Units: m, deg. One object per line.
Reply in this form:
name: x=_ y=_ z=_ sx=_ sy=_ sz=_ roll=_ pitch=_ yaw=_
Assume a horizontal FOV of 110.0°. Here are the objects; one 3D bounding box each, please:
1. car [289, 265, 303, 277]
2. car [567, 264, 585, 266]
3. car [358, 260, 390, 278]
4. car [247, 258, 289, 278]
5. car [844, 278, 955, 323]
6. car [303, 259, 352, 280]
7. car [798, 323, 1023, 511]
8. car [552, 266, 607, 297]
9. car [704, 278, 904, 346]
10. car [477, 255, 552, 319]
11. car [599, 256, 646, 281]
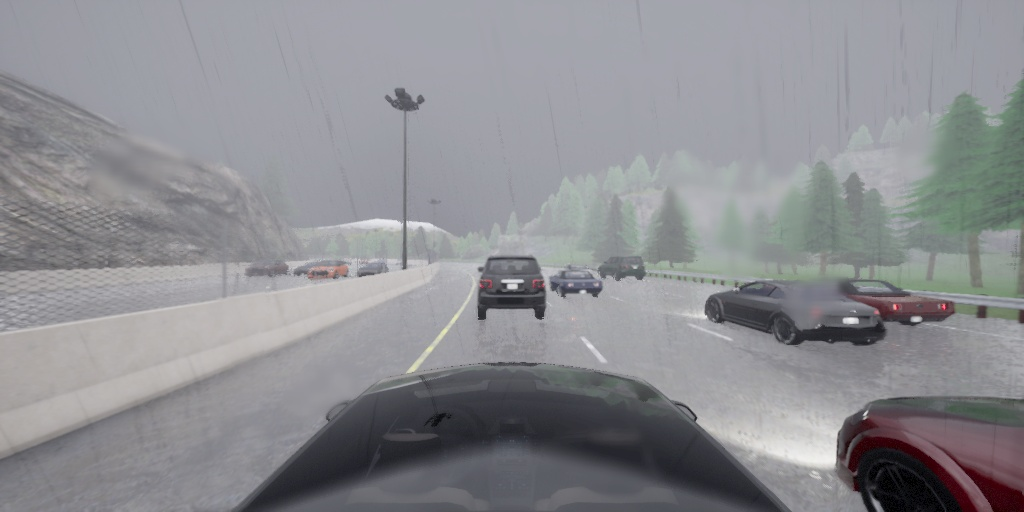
car: x=-20.154 y=1.323 z=36.427 sx=2.033 sy=1.411 sz=5.357 roll=0 pitch=0 yaw=-9
car: x=5.454 y=1.374 z=31.625 sx=1.895 sy=1.301 sz=4.718 roll=0 pitch=0 yaw=-7
car: x=-12.525 y=1.321 z=32.801 sx=2.033 sy=1.411 sz=5.357 roll=0 pitch=0 yaw=-8
car: x=-23.441 y=1.126 z=34.636 sx=2.097 sy=1.767 sz=4.553 roll=0 pitch=0 yaw=-9
car: x=10.468 y=1.359 z=11.563 sx=1.895 sy=1.301 sz=4.718 roll=0 pitch=0 yaw=-2
car: x=-15.878 y=1.124 z=31.276 sx=2.097 sy=1.767 sz=4.553 roll=0 pitch=0 yaw=-8
car: x=3.600 y=1.314 z=1.139 sx=1.994 sy=1.385 sz=4.181 roll=0 pitch=0 yaw=0
car: x=3.141 y=1.364 z=18.741 sx=1.895 sy=1.301 sz=4.718 roll=0 pitch=0 yaw=-3
car: x=7.010 y=1.320 z=9.480 sx=1.994 sy=1.385 sz=4.181 roll=0 pitch=0 yaw=-1
car: x=-0.082 y=0.980 z=13.061 sx=2.150 sy=2.045 sz=5.566 roll=0 pitch=0 yaw=-2
car: x=9.151 y=0.994 z=30.190 sx=2.150 sy=2.045 sz=5.566 roll=0 pitch=0 yaw=-6
